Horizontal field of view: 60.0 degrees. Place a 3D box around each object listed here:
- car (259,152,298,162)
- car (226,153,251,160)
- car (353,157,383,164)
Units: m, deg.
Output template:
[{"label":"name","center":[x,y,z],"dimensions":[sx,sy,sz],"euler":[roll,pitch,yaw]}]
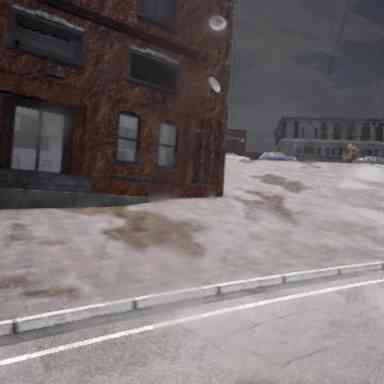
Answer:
[{"label":"car","center":[10.270,-3.910,39.748],"dimensions":[4.553,1.767,2.185],"euler":[3,-2,7]},{"label":"car","center":[4.821,-3.993,40.454],"dimensions":[4.674,1.452,2.002],"euler":[3,-2,7]},{"label":"car","center":[21.102,-3.284,38.326],"dimensions":[4.892,1.521,2.231],"euler":[3,-2,7]}]
